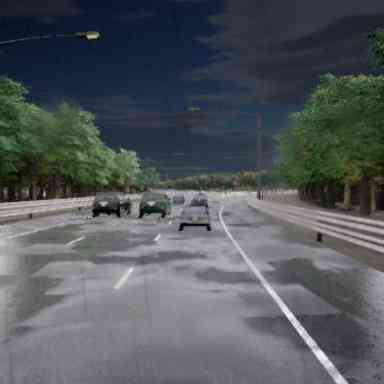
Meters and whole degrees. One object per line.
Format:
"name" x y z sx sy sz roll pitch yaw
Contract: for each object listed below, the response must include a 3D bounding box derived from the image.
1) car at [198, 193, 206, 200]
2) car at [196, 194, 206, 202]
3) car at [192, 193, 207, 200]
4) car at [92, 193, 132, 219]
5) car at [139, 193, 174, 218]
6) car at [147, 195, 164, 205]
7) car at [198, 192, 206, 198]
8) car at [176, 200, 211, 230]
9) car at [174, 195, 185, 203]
"car" 2.279 1.009 76.752 1.812 1.442 4.674 0 0 2
"car" 1.841 1.073 65.781 1.837 1.490 4.892 0 0 2
"car" 1.030 1.068 45.925 2.097 1.767 4.553 0 0 2
"car" -6.573 1.056 27.752 2.150 2.045 5.566 0 0 2
"car" -3.053 1.060 28.359 2.150 2.045 5.566 0 0 2
"car" -5.654 1.216 51.742 1.994 1.385 4.181 0 0 2
"car" 2.645 0.894 89.635 1.882 1.535 5.008 0 0 1
"car" 0.200 1.444 20.213 2.033 1.411 5.357 0 0 1
"car" -2.095 1.141 53.092 2.128 1.511 4.902 0 0 2
